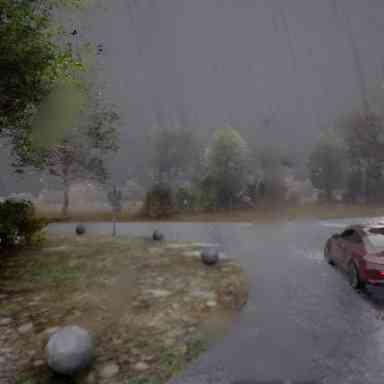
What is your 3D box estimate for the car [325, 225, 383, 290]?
[{"bbox_3d":[4.978,1.621,9.065,1.812,1.442,4.674,0,0,11],"label":"car"}]
